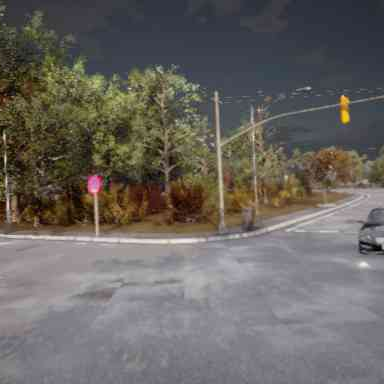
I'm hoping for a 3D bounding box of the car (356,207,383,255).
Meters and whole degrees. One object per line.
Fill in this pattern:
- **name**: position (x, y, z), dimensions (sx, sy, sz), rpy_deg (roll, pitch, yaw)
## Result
- **car**: position (7.085, 1.287, 11.729), dimensions (2.128, 1.511, 4.902), rpy_deg (-3, 0, 34)
